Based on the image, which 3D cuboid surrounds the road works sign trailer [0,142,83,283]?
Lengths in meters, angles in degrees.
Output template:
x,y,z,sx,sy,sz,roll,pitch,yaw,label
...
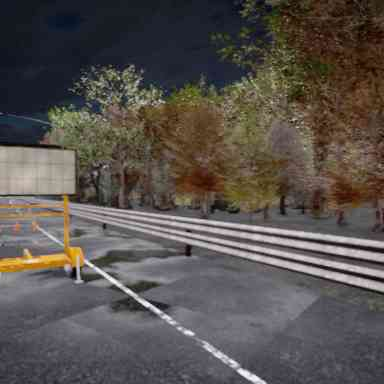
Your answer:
x,y,z,sx,sy,sz,roll,pitch,yaw,label
-4.413,0.500,9.040,2.380,3.560,2.880,0,0,-31,road works sign trailer
